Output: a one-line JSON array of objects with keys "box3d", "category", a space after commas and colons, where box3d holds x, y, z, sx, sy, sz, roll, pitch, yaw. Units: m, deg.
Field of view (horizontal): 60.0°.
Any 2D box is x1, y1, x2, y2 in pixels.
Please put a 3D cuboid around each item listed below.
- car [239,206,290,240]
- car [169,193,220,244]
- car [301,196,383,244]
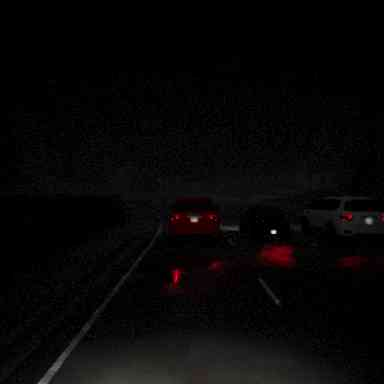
[{"box3d": [3.594, 1.502, 17.036, 1.837, 1.490, 4.892, 0, 0, 0], "category": "car"}, {"box3d": [0.095, 1.219, 16.035, 2.150, 2.045, 5.566, 0, 0, 0], "category": "car"}, {"box3d": [7.095, 1.219, 16.017, 2.150, 2.045, 5.566, 0, 0, 0], "category": "car"}]
